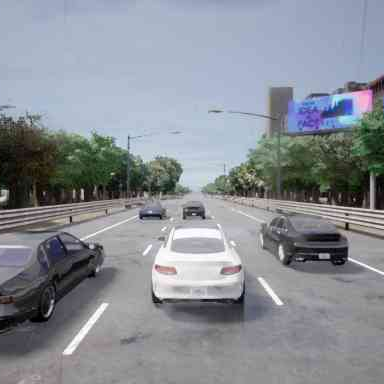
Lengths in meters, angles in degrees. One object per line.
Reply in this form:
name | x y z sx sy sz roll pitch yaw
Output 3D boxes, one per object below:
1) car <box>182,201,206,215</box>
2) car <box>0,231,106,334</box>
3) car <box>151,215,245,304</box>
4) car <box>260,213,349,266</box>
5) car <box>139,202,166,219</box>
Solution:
car | 0.171 1.504 28.601 1.837 1.490 4.892 0 0 0
car | -3.382 1.547 7.094 2.033 1.411 5.357 0 0 0
car | 0.119 1.526 7.997 1.812 1.442 4.674 0 0 0
car | 3.629 1.505 11.529 1.837 1.490 4.892 0 0 0
car | -3.331 1.563 28.668 1.994 1.385 4.181 0 0 0
